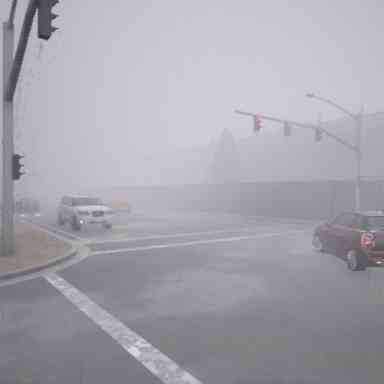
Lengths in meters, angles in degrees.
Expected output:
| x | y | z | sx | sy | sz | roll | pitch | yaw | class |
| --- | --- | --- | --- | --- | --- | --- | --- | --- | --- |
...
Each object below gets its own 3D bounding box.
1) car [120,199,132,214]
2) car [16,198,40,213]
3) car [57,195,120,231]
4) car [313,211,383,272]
| x | y | z | sx | sy | sz | roll | pitch | yaw | class |
| --- | --- | --- | --- | --- | --- | --- | --- | --- | --- |
| -8.092 | 1.490 | 35.122 | 1.882 | 1.535 | 5.008 | 0 | 0 | -35 | car |
| -18.313 | 1.456 | 37.091 | 1.882 | 1.535 | 5.008 | 0 | 0 | -35 | car |
| -6.801 | 1.198 | 20.875 | 2.150 | 2.045 | 5.566 | 0 | 0 | -35 | car |
| 5.627 | 1.380 | 10.917 | 2.097 | 1.767 | 4.553 | 0 | 0 | 4 | car |
